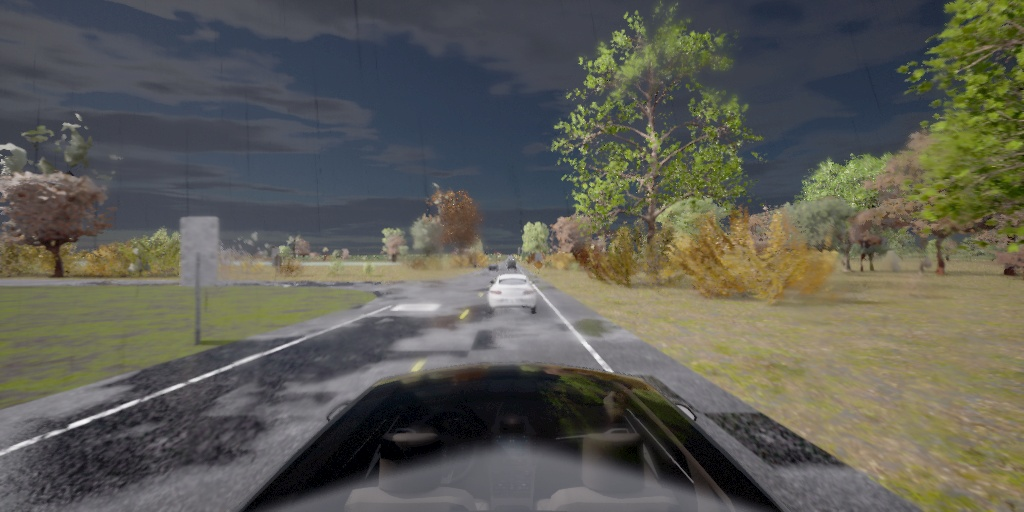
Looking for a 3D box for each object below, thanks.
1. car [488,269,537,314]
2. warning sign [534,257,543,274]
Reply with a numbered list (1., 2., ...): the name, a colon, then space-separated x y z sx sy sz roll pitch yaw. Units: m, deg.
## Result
1. car: 0.042 1.451 14.786 1.812 1.442 4.674 0 -1 0
2. warning sign: 3.535 1.449 47.364 1.300 1.860 1.060 0 0 0
